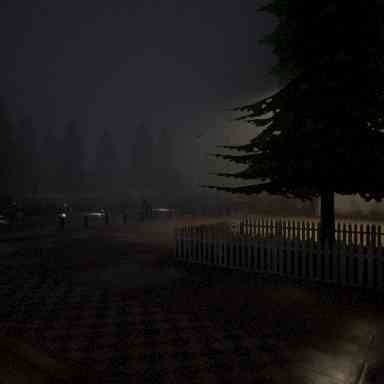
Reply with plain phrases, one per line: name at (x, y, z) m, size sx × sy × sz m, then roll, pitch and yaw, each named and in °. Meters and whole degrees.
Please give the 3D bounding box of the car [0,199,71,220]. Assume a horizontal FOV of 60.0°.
car at (-13.687, 1.547, 28.861) m, size 2.033 × 1.411 × 5.357 m, roll 0°, pitch 0°, yaw 35°

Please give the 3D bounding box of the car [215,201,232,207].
car at (5.147, 1.564, 48.961) m, size 1.994 × 1.385 × 4.181 m, roll 0°, pitch 0°, yaw 35°

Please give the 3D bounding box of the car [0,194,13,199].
car at (-18.174, 1.222, 28.597) m, size 2.150 × 2.045 × 5.566 m, roll 0°, pitch 0°, yaw 35°

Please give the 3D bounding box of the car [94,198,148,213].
car at (-7.838, 1.547, 37.055) m, size 2.033 × 1.411 × 5.357 m, roll 0°, pitch 0°, yaw 35°

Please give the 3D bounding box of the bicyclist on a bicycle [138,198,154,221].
bicyclist on a bicycle at (-3.385, 1.302, 24.388) m, size 1.656 × 1.620 × 0.582 m, roll 0°, pitch 0°, yaw 36°

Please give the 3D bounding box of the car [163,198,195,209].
car at (-1.665, 1.547, 45.680) m, size 2.033 × 1.411 × 5.357 m, roll 0°, pitch 0°, yaw 36°

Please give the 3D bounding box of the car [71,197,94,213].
car at (-12.570, 1.352, 36.448) m, size 2.097 × 1.767 × 4.553 m, roll 0°, pitch 0°, yaw 36°

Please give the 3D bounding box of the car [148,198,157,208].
car at (-6.621, 1.526, 44.779) m, size 1.812 × 1.442 × 4.674 m, roll 0°, pitch 0°, yaw 36°

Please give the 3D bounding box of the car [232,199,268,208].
car at (8.414, 1.221, 47.443) m, size 2.150 × 2.045 × 5.566 m, roll 0°, pitch 0°, yaw 36°

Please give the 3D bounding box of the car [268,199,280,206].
car at (14.328, 1.547, 55.741) m, size 2.033 × 1.411 × 5.357 m, roll 0°, pitch 0°, yaw 36°
